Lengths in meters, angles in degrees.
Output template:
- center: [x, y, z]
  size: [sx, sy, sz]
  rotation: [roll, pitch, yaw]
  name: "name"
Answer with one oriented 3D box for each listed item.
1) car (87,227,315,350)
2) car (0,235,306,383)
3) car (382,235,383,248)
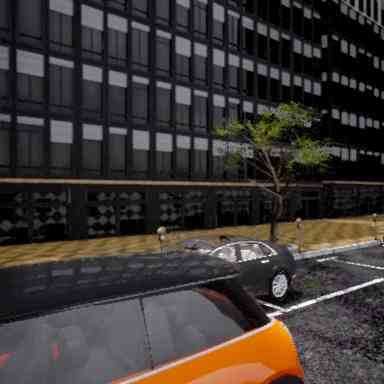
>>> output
- center: [0.357, 1.610, 6.890]
  size: [4.403, 1.369, 2.008]
  rotation: [1, -1, -37]
  name: "car"
- center: [-1.267, 1.367, 2.319]
  size: [4.553, 1.767, 2.097]
  rotation: [1, -1, -37]
  name: "car"
- center: [9.477, 1.699, 13.674]
  size: [4.403, 1.369, 2.008]
  rotation: [1, -1, -37]
  name: "car"
